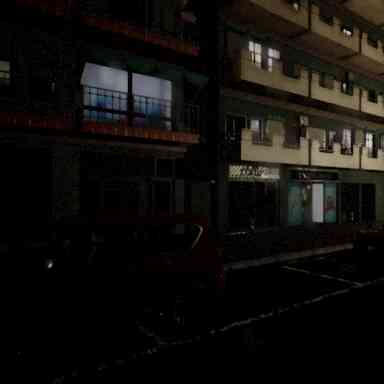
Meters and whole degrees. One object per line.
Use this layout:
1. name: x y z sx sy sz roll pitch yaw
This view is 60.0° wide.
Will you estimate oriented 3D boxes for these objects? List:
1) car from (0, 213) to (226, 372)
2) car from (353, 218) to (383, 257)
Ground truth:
1. car: -1.704 1.314 5.345 5.009 1.841 2.192 0 0 -35
2. car: 7.526 1.544 11.905 4.507 1.381 1.887 0 0 -35
